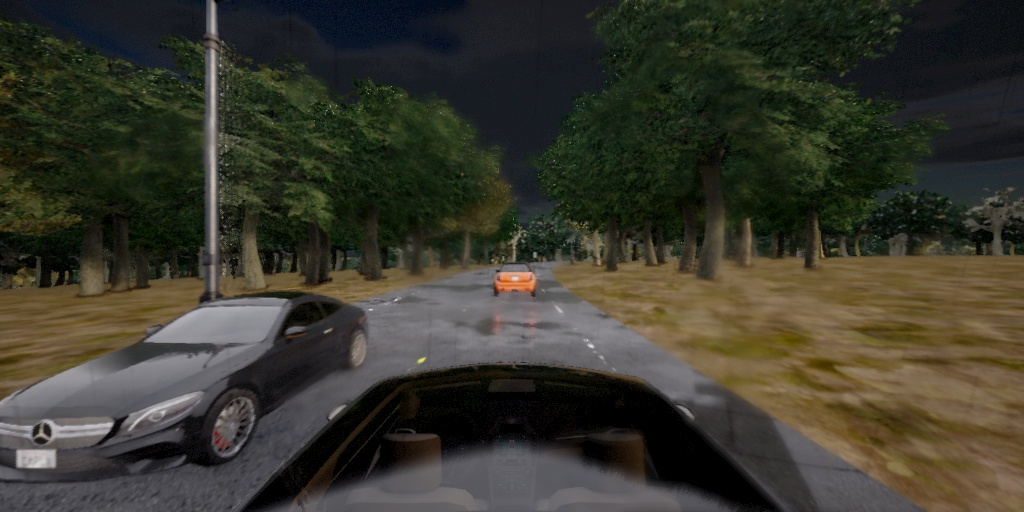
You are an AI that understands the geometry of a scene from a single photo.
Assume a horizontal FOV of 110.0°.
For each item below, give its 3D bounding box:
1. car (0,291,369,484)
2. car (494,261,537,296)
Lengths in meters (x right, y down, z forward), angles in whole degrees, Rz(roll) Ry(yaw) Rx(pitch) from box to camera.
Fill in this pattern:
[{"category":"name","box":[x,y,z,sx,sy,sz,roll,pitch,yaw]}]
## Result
[{"category":"car","box":[-3.589,1.279,5.039,1.812,1.442,4.674,0,0,0]},{"category":"car","box":[0.187,1.101,19.240,2.097,1.767,4.553,0,0,1]}]
